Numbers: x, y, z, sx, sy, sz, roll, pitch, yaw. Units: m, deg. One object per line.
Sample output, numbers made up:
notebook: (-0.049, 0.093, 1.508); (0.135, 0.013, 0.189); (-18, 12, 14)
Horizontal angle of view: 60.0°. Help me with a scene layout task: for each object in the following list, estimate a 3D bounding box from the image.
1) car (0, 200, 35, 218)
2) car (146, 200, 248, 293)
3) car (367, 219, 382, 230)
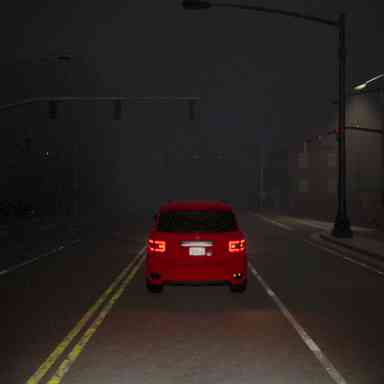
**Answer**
car: (-16.819, 1.505, 30.022); (4.892, 1.490, 1.837); (0, 0, 1)
car: (0.095, 1.221, 9.015); (2.150, 2.045, 5.566); (0, 0, 0)
car: (18.267, 3.022, 29.596); (4.718, 1.301, 1.895); (8, 0, 0)
